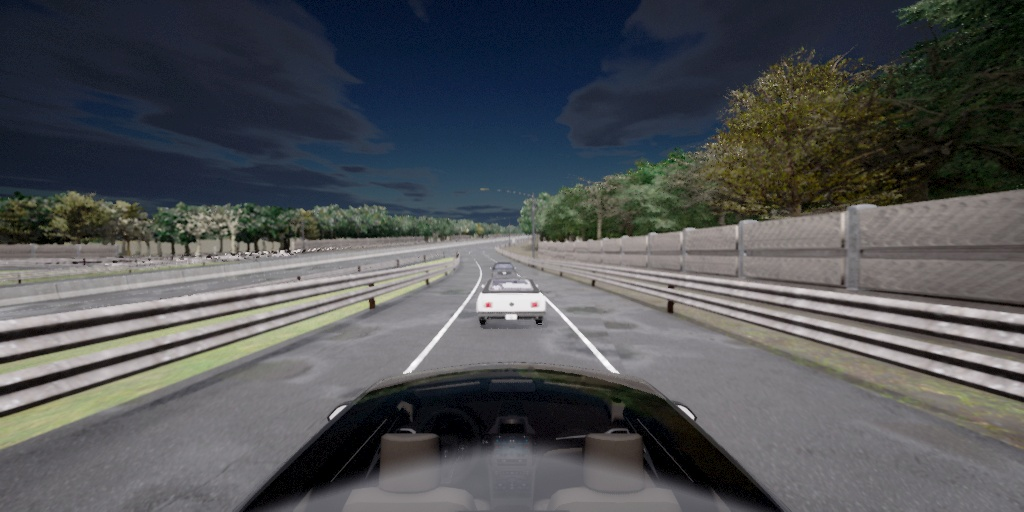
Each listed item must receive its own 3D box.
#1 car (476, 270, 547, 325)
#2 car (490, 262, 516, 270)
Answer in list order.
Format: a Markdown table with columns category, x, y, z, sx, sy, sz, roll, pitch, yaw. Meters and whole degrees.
| category | x | y | z | sx | sy | sz | roll | pitch | yaw |
| --- | --- | --- | --- | --- | --- | --- | --- | --- | --- |
| car | -0.064 | 1.306 | 11.648 | 1.895 | 1.301 | 4.718 | 0 | 0 | -1 |
| car | -0.660 | 1.186 | 26.709 | 2.033 | 1.411 | 5.357 | 0 | 0 | -3 |
